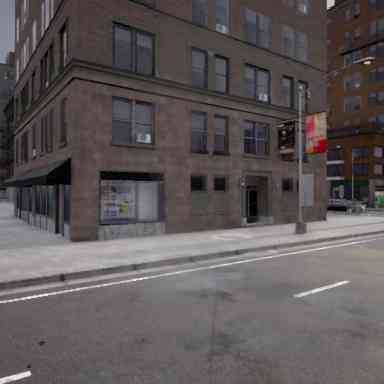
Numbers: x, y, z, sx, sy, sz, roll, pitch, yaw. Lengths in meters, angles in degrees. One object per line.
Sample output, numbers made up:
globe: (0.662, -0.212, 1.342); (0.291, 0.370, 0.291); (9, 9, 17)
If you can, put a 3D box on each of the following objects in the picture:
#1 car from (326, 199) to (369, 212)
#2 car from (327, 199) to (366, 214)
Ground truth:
car: (18.713, 1.580, 40.134); (1.947, 1.339, 4.313); (0, 0, -35)
car: (15.641, 1.485, 34.974); (2.128, 1.511, 4.902); (0, 0, -35)
